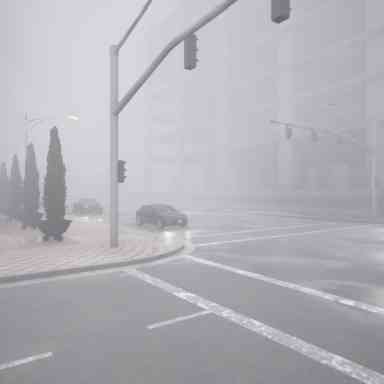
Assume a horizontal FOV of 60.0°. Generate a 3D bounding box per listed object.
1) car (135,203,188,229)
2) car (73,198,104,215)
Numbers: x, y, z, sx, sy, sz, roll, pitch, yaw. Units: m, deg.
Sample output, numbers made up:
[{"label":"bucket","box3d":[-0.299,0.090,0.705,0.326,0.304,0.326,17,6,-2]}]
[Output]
[{"label":"car","box3d":[-2.132,1.560,22.295,1.837,1.490,4.892,0,0,-35]},{"label":"car","box3d":[-10.919,1.407,34.871,2.097,1.767,4.553,0,0,-35]}]
